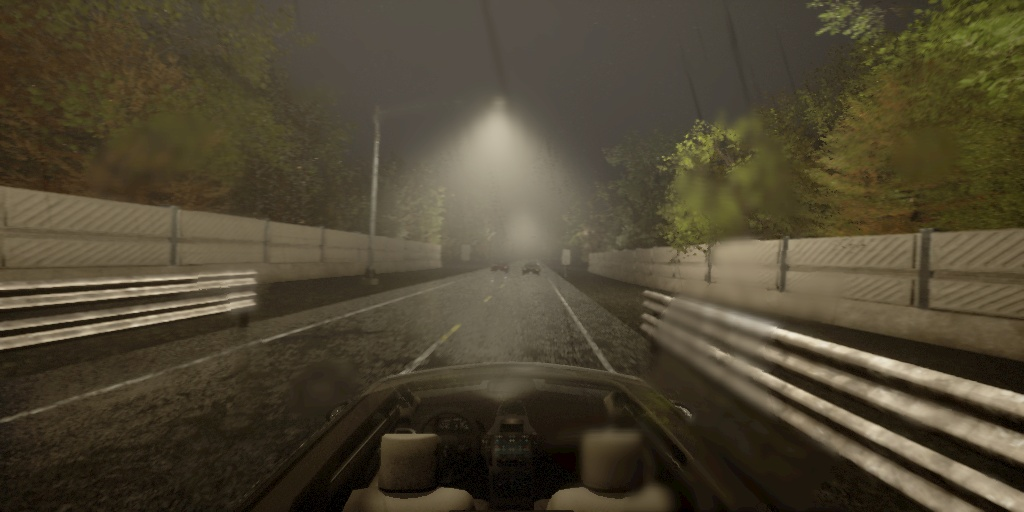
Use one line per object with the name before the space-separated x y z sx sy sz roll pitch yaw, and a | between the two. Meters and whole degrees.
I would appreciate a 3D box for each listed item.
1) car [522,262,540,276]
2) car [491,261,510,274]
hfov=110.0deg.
car | 2.136 1.487 40.174 1.895 1.301 4.718 3 0 3
car | -1.309 1.311 42.143 1.895 1.301 4.718 4 0 4
